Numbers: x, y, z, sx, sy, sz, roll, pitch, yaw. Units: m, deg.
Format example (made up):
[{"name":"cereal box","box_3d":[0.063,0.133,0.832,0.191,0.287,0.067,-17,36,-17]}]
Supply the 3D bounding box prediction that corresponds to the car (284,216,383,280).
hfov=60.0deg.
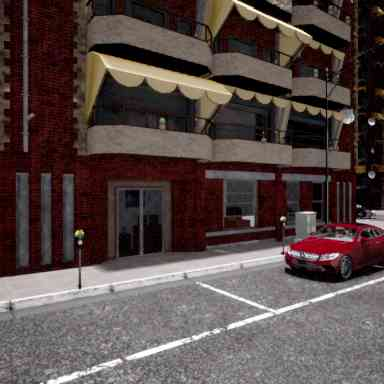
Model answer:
[{"name":"car","box_3d":[4.569,1.582,9.867,4.206,1.307,1.802,0,0,-35]}]

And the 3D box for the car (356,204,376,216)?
[{"name":"car","box_3d":[15.520,1.806,32.910,2.128,1.511,4.902,0,-1,-36]}]
